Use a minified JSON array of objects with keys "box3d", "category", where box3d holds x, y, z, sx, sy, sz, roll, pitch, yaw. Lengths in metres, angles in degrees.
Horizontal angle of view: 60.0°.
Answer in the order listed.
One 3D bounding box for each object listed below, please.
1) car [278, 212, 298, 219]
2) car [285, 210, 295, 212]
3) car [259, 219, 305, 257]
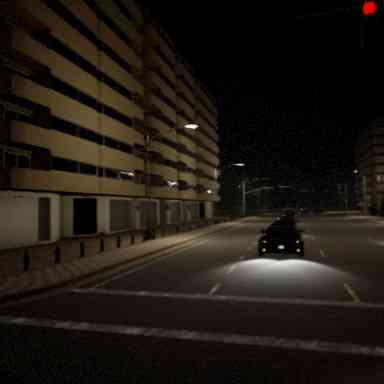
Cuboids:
[{"box3d":[8.392,2.799,29.479,2.033,1.411,5.357,-2,-3,17],"category":"car"},{"box3d":[13.641,3.310,46.311,2.097,1.767,4.553,-2,-3,17],"category":"car"},{"box3d":[4.366,2.251,16.153,1.994,1.385,4.181,-2,-3,16],"category":"car"}]
